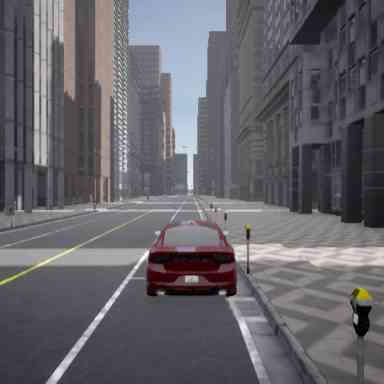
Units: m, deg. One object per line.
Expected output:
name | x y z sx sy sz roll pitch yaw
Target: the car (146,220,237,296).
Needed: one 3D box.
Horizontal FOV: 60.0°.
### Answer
car | -0.006 1.467 8.650 1.882 1.535 5.008 0 0 0
